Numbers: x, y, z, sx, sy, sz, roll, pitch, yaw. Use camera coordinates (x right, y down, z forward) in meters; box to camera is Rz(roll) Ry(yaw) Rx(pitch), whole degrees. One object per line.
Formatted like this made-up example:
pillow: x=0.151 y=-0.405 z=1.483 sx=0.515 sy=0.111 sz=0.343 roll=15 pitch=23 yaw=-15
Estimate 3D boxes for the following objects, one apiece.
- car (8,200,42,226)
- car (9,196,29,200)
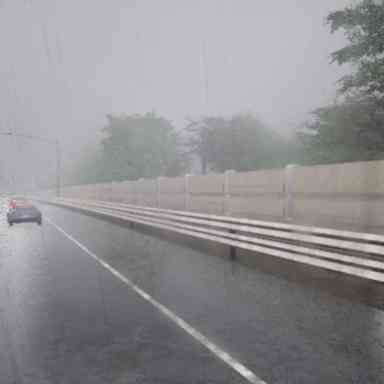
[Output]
car: x=-11.507 y=1.476 z=22.900 sx=1.994 sy=1.385 sz=4.181 roll=-1 pitch=0 yaw=-29
car: x=-20.489 y=1.265 z=39.345 sx=2.097 sy=1.767 sz=4.553 roll=-1 pitch=0 yaw=-28
